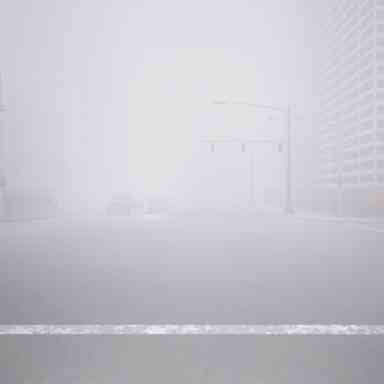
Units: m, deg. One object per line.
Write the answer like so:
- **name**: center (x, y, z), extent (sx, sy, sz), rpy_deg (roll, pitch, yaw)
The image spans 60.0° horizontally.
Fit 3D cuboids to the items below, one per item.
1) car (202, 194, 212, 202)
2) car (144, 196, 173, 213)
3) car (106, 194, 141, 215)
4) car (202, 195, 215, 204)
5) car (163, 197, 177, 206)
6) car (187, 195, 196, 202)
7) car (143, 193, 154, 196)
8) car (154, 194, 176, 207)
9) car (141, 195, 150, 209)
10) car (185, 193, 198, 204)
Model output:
- **car**: center (3.353, 1.355, 74.548), extent (2.097, 1.767, 4.553), rpy_deg (0, 0, 0)
- **car**: center (-3.676, 1.492, 37.430), extent (2.128, 1.511, 4.902), rpy_deg (0, 0, 0)
- **car**: center (-7.152, 1.221, 34.507), extent (2.150, 2.045, 5.566), rpy_deg (0, 0, 2)
- **car**: center (3.466, 1.526, 64.646), extent (1.812, 1.442, 4.674), rpy_deg (0, 0, 0)
- **car**: center (-3.701, 1.564, 56.459), extent (1.994, 1.385, 4.181), rpy_deg (0, 0, 0)
- **car**: center (-0.150, 1.382, 74.397), extent (1.994, 1.385, 4.181), rpy_deg (0, 0, 0)
- **car**: center (-7.200, 1.221, 55.283), extent (2.150, 2.045, 5.566), rpy_deg (0, 0, 0)
- **car**: center (-3.690, 1.352, 46.646), extent (2.097, 1.767, 4.553), rpy_deg (0, 0, 0)
- **car**: center (-7.191, 1.547, 44.759), extent (2.033, 1.411, 5.357), rpy_deg (0, 0, 0)
- **car**: center (-0.128, 1.221, 63.726), extent (2.150, 2.045, 5.566), rpy_deg (0, 0, 0)
